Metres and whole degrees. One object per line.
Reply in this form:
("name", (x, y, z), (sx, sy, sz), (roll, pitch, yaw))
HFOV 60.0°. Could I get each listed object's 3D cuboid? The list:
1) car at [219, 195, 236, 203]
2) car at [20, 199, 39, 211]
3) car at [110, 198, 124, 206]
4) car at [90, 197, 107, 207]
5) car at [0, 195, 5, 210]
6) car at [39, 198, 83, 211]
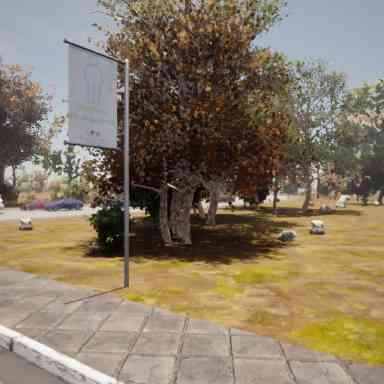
("car", (6.835, 1.289, 64.551), (1.882, 1.535, 5.008), (0, 0, 32))
("car", (-18.973, 1.555, 41.265), (1.994, 1.385, 4.181), (0, 0, 39))
("car", (-9.213, 1.556, 48.074), (1.895, 1.301, 4.718), (0, 0, 37))
("car", (-12.720, 1.465, 49.255), (1.837, 1.490, 4.892), (0, 0, 37))
("car", (-21.424, 1.221, 32.567), (2.150, 2.045, 5.566), (0, 0, 39))
("car", (-15.411, 1.514, 40.131), (1.812, 1.442, 4.674), (0, 0, 38))
